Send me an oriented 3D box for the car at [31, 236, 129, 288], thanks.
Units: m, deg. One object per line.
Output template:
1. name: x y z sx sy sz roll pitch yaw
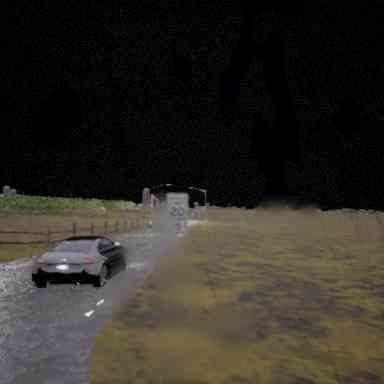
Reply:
1. car: -3.407 2.130 10.922 1.994 1.385 4.181 0 -4 2

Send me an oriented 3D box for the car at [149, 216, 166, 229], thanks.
1. car: -4.725 4.231 47.184 2.097 1.767 4.553 0 -3 2
